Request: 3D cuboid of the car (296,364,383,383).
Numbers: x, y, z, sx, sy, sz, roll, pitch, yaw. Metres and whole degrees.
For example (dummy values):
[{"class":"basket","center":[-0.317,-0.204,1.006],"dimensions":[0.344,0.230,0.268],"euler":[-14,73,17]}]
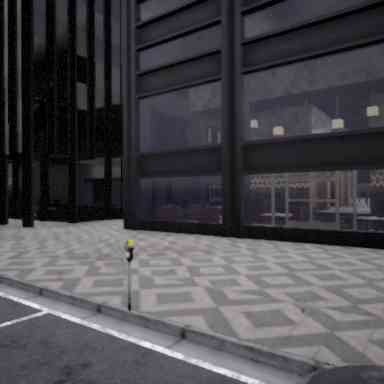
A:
[{"class":"car","center":[2.407,1.538,1.244],"dimensions":[4.403,1.369,2.008],"euler":[-1,0,36]}]
